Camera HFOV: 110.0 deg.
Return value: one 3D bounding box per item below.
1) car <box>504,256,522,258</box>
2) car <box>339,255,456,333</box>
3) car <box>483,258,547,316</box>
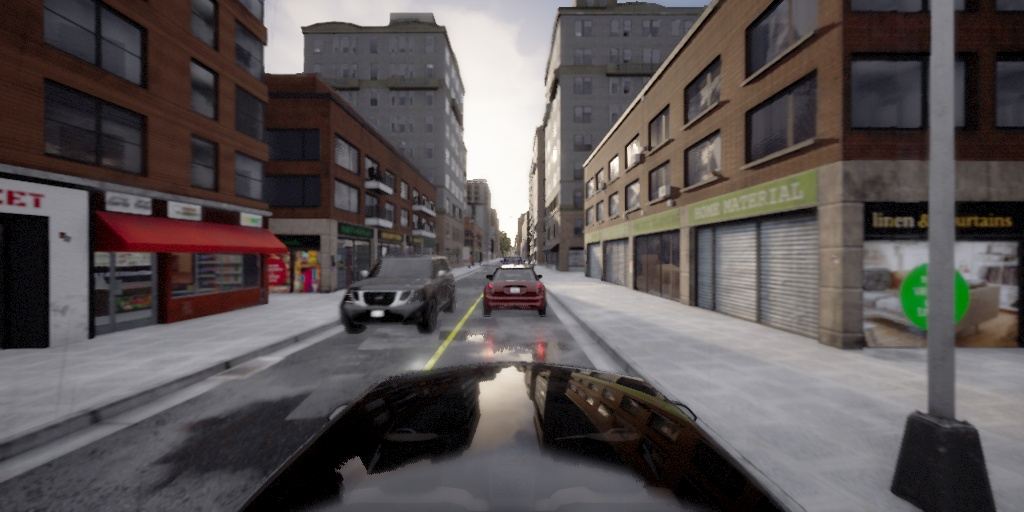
[{"bbox_3d":[0.087,0.976,33.877,2.150,2.045,5.566,0,0,0],"label":"car"},{"bbox_3d":[-3.105,0.970,11.035,2.150,2.045,5.566,0,0,0],"label":"car"},{"bbox_3d":[0.095,1.101,13.455,2.097,1.767,4.553,0,0,0],"label":"car"}]
